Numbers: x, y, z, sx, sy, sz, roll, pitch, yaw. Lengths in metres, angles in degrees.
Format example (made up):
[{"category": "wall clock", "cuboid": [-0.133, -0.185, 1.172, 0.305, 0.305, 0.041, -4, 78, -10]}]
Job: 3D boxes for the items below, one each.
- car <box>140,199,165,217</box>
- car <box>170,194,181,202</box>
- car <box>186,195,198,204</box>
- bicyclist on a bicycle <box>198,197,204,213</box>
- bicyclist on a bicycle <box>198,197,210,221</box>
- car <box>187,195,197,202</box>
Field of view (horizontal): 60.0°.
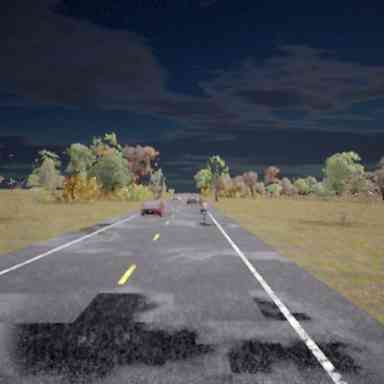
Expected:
[{"category": "car", "cuboid": [-3.600, 1.438, 31.096, 1.882, 1.535, 5.008, 0, 0, 0]}, {"category": "car", "cuboid": [-3.507, 1.204, 71.489, 2.097, 1.767, 4.553, 0, 0, 0]}, {"category": "car", "cuboid": [0.034, 1.449, 59.103, 1.812, 1.442, 4.674, 0, 0, 1]}, {"category": "bicyclist on a bicycle", "cuboid": [0.959, 1.407, 35.966, 0.582, 1.620, 1.656, 0, 0, 0]}, {"category": "bicyclist on a bicycle", "cuboid": [0.975, 1.404, 25.949, 0.866, 1.612, 1.509, 0, 0, 0]}, {"category": "car", "cuboid": [-0.007, 1.442, 75.535, 2.033, 1.411, 5.357, 0, 0, 0]}]
